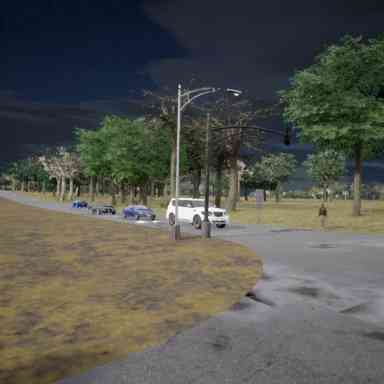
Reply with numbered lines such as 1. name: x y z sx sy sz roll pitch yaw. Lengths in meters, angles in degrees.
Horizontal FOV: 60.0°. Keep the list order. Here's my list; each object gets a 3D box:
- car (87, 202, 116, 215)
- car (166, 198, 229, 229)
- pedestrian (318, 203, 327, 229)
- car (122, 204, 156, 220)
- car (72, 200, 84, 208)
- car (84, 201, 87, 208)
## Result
1. car: -10.765 2.012 40.262 1.994 1.385 4.181 3 -2 -34
2. car: 0.244 1.459 23.761 2.150 2.045 5.566 3 -2 -34
3. pedestrian: 9.324 1.717 23.835 0.375 1.860 0.375 1 -1 -34
4. car: -5.195 1.883 31.929 1.812 1.442 4.674 3 -2 -34
5. car: -21.096 2.221 62.412 1.882 1.535 5.008 3 -2 -34
6. car: -15.595 2.251 54.142 1.994 1.385 4.181 3 -2 -33
